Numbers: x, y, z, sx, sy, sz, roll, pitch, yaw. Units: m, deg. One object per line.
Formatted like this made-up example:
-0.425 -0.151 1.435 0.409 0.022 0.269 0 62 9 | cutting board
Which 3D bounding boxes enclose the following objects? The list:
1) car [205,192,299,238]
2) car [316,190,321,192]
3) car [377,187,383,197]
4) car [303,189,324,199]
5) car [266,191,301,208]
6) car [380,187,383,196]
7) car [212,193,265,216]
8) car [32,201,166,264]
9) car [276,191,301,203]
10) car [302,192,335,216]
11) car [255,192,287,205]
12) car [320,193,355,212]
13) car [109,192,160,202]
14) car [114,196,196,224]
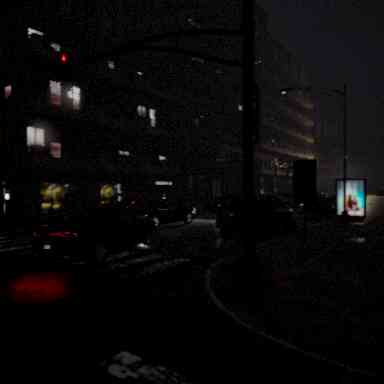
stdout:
3.023 0.978 15.625 2.192 1.841 5.009 1 2 36 | car
15.914 0.501 43.213 1.812 1.442 4.674 0 1 36 | car
32.320 0.062 56.051 1.887 1.381 4.507 1 2 36 | car
18.984 0.313 51.930 1.887 1.381 4.507 1 2 36 | car
9.616 0.698 34.600 1.882 1.535 5.008 0 1 36 | car
35.575 -0.171 60.538 1.967 1.590 4.097 1 2 36 | car
3.817 0.938 26.615 2.128 1.511 4.902 0 1 36 | car
-3.012 1.296 11.403 1.882 1.535 5.008 -2 1 23 | car
12.474 0.607 42.951 1.802 1.307 4.206 1 2 36 | car
9.533 0.977 24.614 1.947 1.339 4.313 1 2 36 | car
9.220 0.703 38.461 2.008 1.369 4.403 1 2 36 | car
12.789 0.851 29.105 1.947 1.339 4.313 1 2 36 | car
-3.797 0.973 20.493 2.192 1.841 5.009 1 2 36 | car
-1.736 1.165 18.955 1.837 1.490 4.892 0 1 38 | car
